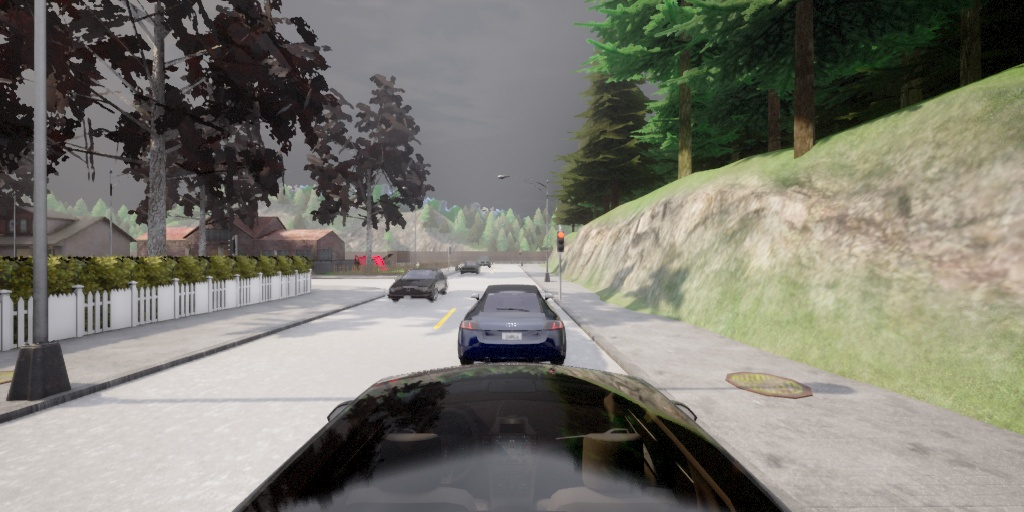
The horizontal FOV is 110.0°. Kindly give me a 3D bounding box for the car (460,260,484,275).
[{"bbox_3d":[-4.440,1.351,38.548,1.895,1.301,4.718,0,0,-1],"label":"car"}]

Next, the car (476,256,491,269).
[{"bbox_3d":[-4.612,0.971,58.612,2.150,2.045,5.566,0,0,0],"label":"car"}]

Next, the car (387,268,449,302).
[{"bbox_3d":[-4.242,1.297,17.145,2.033,1.411,5.357,0,0,-1],"label":"car"}]

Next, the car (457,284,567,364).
[{"bbox_3d":[0.004,1.314,8.014,1.994,1.385,4.181,0,0,0],"label":"car"}]
